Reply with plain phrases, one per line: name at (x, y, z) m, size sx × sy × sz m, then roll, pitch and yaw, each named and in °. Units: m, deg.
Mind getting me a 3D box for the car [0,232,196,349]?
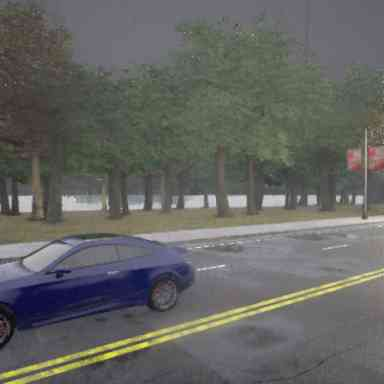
car at (-2.067, 1.537, 6.208) m, size 4.674 × 1.442 × 1.812 m, roll 0°, pitch 0°, yaw -36°
